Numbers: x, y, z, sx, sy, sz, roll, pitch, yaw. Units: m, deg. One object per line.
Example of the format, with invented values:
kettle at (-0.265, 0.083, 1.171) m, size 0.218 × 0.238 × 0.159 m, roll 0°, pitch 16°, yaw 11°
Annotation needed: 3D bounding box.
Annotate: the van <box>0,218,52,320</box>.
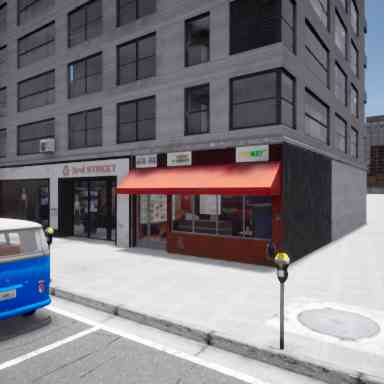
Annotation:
van at (-4.327, 1.341, 6.165) m, size 3.998 × 1.788 × 1.690 m, roll 0°, pitch 0°, yaw 36°
